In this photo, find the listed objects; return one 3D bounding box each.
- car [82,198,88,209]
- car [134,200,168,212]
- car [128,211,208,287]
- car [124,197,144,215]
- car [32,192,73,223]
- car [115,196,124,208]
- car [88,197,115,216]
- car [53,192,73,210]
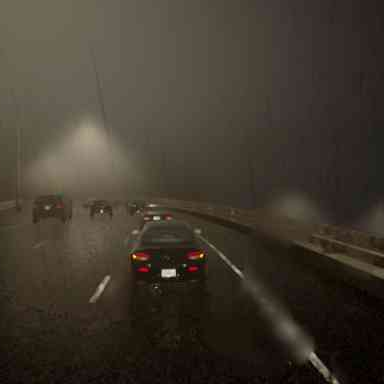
[{"bbox_3d":[-13.271,1.404,43.670,1.994,1.385,4.181,0,0,-24],"label":"car"},{"bbox_3d":[-2.338,1.469,20.573,2.033,1.411,5.357,0,0,-11],"label":"car"},{"bbox_3d":[-0.684,1.490,9.145,1.812,1.442,4.674,0,0,-5],"label":"car"},{"bbox_3d":[-5.235,1.404,32.286,1.812,1.442,4.674,0,0,-17],"label":"car"},{"bbox_3d":[-10.391,1.135,25.031,2.150,2.045,5.566,0,1,-14],"label":"car"},{"bbox_3d":[-9.693,1.342,44.243,1.837,1.490,4.892,0,1,-23],"label":"car"},{"bbox_3d":[-8.498,1.391,31.057,1.837,1.490,4.892,0,0,-17],"label":"car"},{"bbox_3d":[-16.594,1.069,42.612,2.150,2.045,5.566,0,0,-24],"label":"car"}]
